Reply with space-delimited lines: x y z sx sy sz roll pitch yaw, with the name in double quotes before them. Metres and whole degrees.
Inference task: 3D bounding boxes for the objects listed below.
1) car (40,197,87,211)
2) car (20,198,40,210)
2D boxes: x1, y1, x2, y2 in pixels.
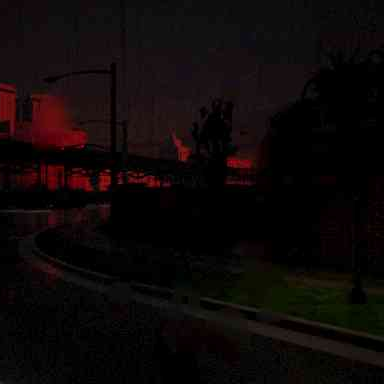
"car" -14.931 1.358 39.583 1.837 1.490 4.892 0 2 37
"car" -18.494 1.403 40.676 1.812 1.442 4.674 0 1 37
